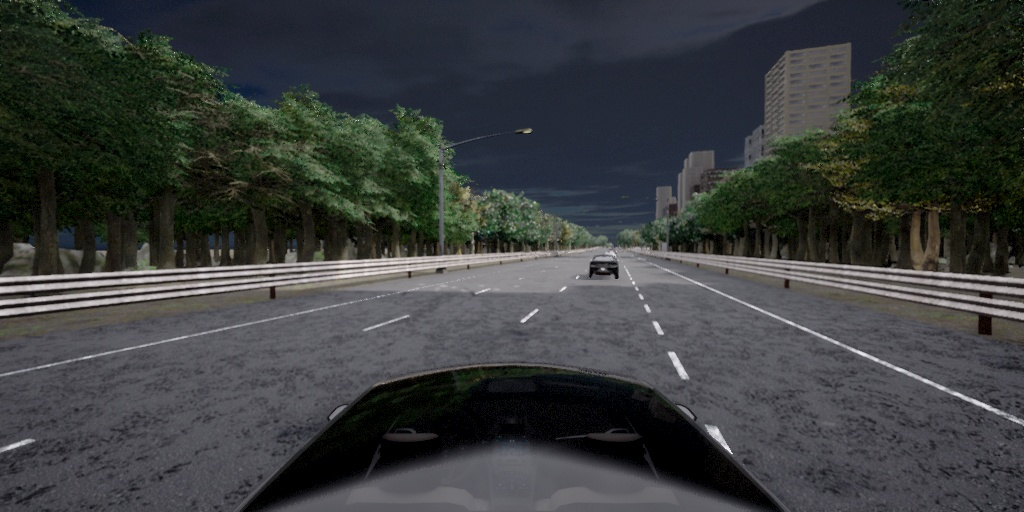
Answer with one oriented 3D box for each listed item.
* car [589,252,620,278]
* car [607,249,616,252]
[{"bbox_3d":[6.598,0.676,25.585,1.882,1.535,5.008,0,1,16],"label":"car"},{"bbox_3d":[14.155,0.135,51.997,1.812,1.442,4.674,0,1,16],"label":"car"}]
